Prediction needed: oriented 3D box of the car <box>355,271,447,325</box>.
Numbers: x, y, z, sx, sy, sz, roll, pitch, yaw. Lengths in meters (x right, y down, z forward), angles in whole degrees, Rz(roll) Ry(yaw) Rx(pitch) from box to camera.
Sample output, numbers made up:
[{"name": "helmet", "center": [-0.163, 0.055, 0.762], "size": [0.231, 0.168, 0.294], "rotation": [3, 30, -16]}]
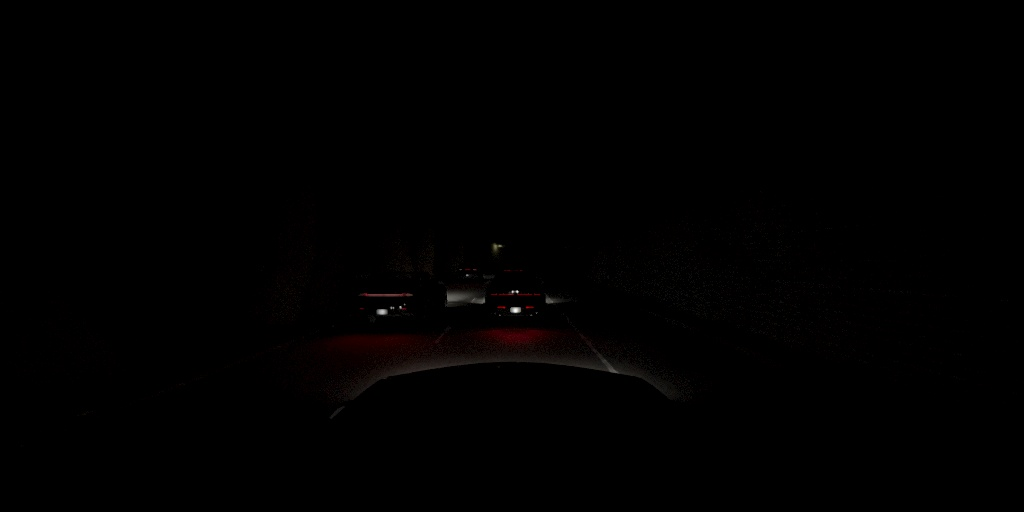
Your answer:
[{"name": "car", "center": [-3.399, 1.250, 11.808], "size": [2.128, 1.511, 4.902], "rotation": [0, 0, 0]}]

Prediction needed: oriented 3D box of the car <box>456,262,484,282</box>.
[{"name": "car", "center": [-3.395, 1.265, 29.672], "size": [2.128, 1.511, 4.902], "rotation": [0, 0, 0]}]

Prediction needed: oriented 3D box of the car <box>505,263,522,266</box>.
[{"name": "car", "center": [0.105, 1.279, 29.757], "size": [1.837, 1.490, 4.892], "rotation": [0, 0, 0]}]

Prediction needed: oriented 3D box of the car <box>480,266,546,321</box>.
[{"name": "car", "center": [0.102, 1.264, 12.467], "size": [1.837, 1.490, 4.892], "rotation": [0, 0, 0]}]
